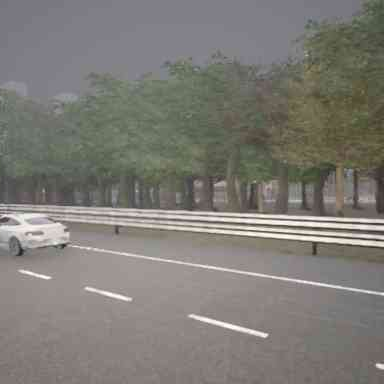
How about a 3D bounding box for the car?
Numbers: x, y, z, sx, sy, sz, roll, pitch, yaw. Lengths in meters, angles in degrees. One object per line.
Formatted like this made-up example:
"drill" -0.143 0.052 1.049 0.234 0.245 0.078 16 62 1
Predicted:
"car" -6.621 1.536 12.901 4.674 1.442 1.812 0 0 36
